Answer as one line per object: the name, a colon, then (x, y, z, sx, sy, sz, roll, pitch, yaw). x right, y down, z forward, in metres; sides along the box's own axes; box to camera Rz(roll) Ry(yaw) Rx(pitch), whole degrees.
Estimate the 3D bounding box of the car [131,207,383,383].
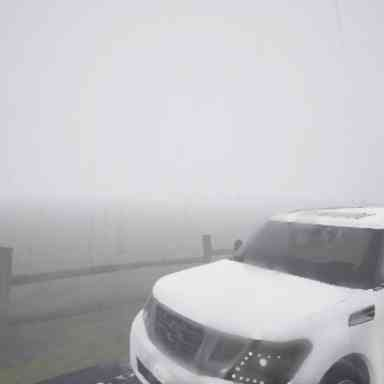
car: (1.998, 1.263, 4.496, 5.566, 2.045, 2.150, 1, 0, -36)
